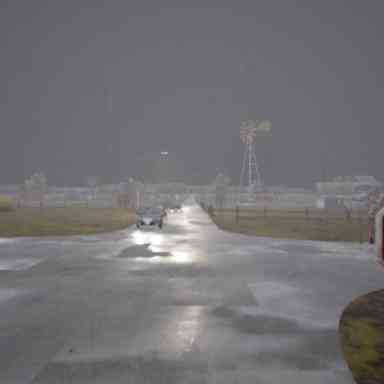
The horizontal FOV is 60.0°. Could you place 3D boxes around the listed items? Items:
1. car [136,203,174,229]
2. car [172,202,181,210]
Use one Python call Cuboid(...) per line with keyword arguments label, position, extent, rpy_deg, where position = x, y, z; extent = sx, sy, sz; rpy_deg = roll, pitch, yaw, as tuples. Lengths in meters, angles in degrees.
Cuboid(label="car", position=(-2.871, 1.824, 24.657), extent=(2.128, 1.511, 4.902), rpy_deg=(0, -1, 3))
Cuboid(label="car", position=(-2.761, 2.382, 56.728), extent=(2.033, 1.411, 5.357), rpy_deg=(0, -1, 0))
